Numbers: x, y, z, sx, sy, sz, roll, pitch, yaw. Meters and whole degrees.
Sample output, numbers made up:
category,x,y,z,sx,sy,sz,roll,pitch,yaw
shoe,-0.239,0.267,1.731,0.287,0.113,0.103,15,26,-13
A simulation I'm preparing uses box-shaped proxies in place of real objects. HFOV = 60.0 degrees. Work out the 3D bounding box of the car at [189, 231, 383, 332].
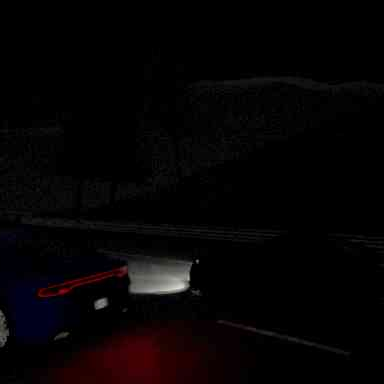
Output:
category,x,y,z,sx,sy,sz,roll,pitch,yaw
car,1.991,1.518,6.782,4.181,1.385,1.994,0,0,35

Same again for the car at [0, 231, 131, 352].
category,x,y,z,sx,sy,sz,roll,pitch,yaw
car,-3.390,1.476,6.226,5.008,1.535,1.882,0,0,34
